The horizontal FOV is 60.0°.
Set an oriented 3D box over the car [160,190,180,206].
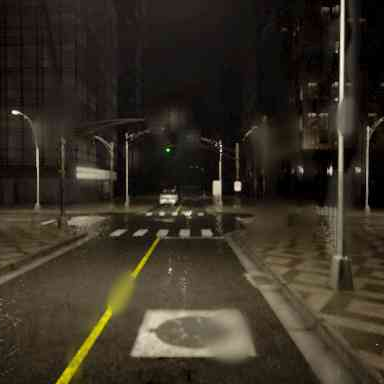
[{"bbox_3d":[-3.090,0.761,44.927,2.150,2.045,5.566,0,1,0],"label":"car"}]
